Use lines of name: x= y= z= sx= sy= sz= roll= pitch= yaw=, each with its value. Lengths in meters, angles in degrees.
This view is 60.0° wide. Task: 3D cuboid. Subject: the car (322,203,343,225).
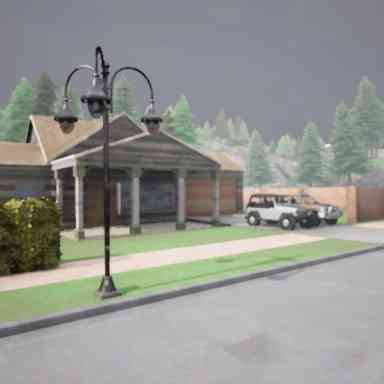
car: x=6.488 y=0.992 z=19.981 sx=1.932 sy=1.855 sz=4.605 roll=-1 pitch=0 yaw=-36

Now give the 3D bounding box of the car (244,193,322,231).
car: x=4.672 y=1.022 z=18.199 sx=1.905 sy=1.878 sz=3.866 roll=-1 pitch=0 yaw=-36
